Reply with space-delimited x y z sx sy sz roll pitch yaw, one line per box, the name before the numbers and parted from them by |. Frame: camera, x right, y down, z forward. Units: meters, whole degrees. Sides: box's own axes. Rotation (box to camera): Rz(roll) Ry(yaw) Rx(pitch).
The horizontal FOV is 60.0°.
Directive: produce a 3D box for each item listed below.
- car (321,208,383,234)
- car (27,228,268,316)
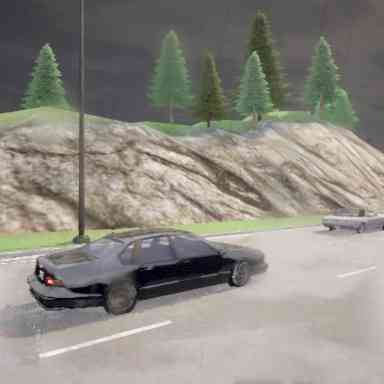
car | 9.657 1.601 19.261 4.718 1.301 1.895 0 0 -36
car | -0.702 1.547 7.534 5.357 1.411 2.033 0 0 -36
